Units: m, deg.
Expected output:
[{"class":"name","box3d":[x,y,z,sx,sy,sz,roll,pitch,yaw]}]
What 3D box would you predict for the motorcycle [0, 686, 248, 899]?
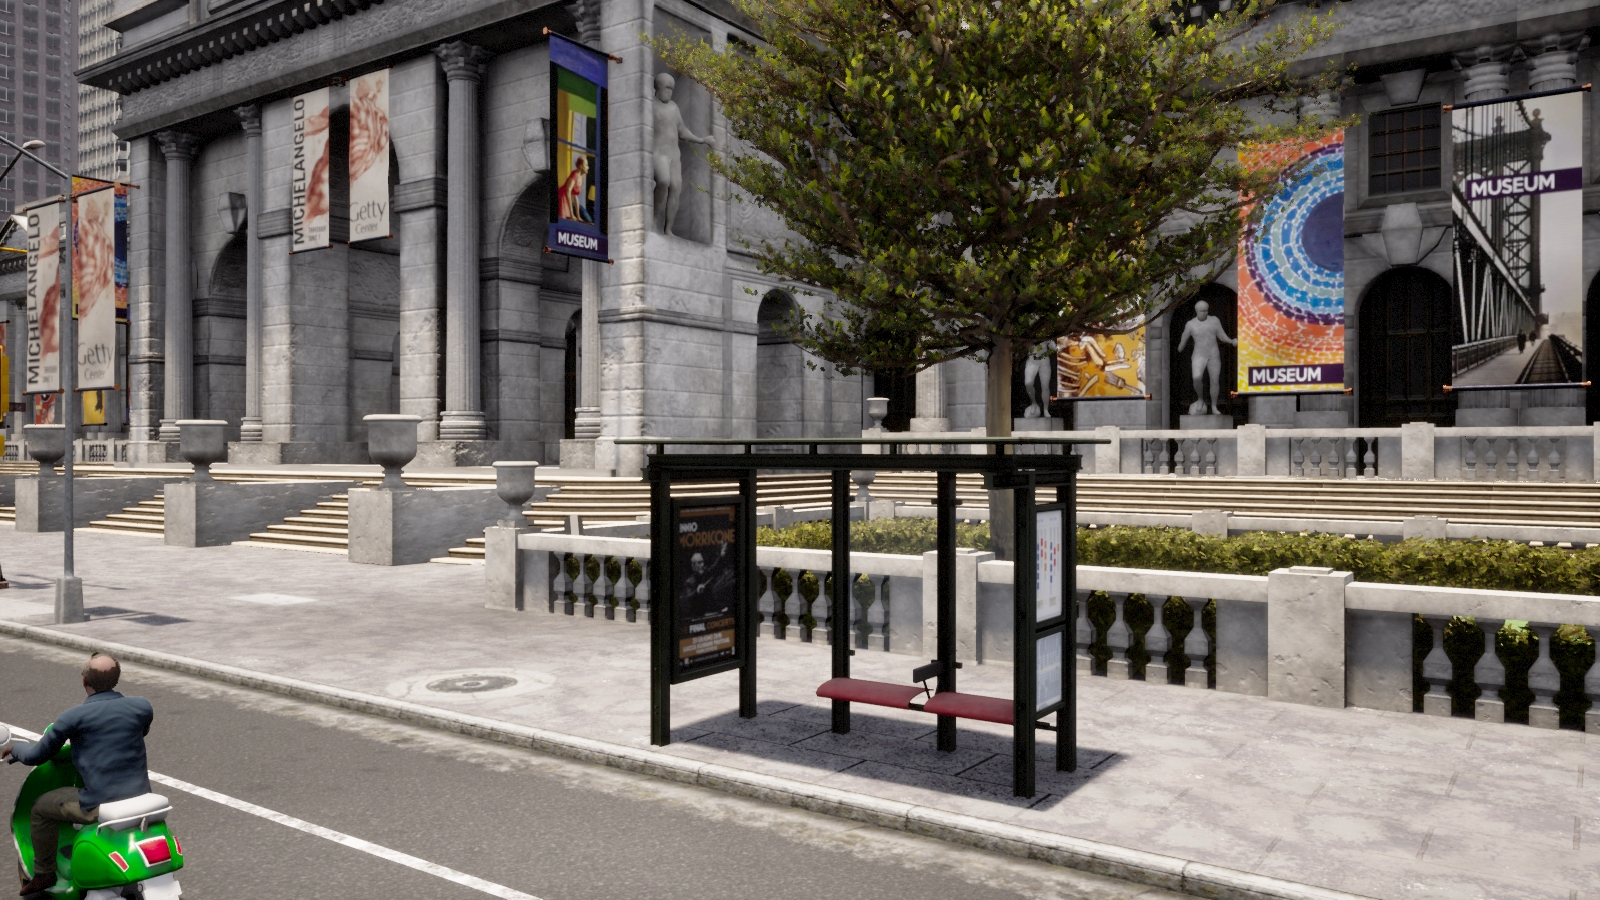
[{"class":"motorcycle","box3d":[-4.138,2.179,6.693,1.805,1.236,0.856,0,0,35]}]
